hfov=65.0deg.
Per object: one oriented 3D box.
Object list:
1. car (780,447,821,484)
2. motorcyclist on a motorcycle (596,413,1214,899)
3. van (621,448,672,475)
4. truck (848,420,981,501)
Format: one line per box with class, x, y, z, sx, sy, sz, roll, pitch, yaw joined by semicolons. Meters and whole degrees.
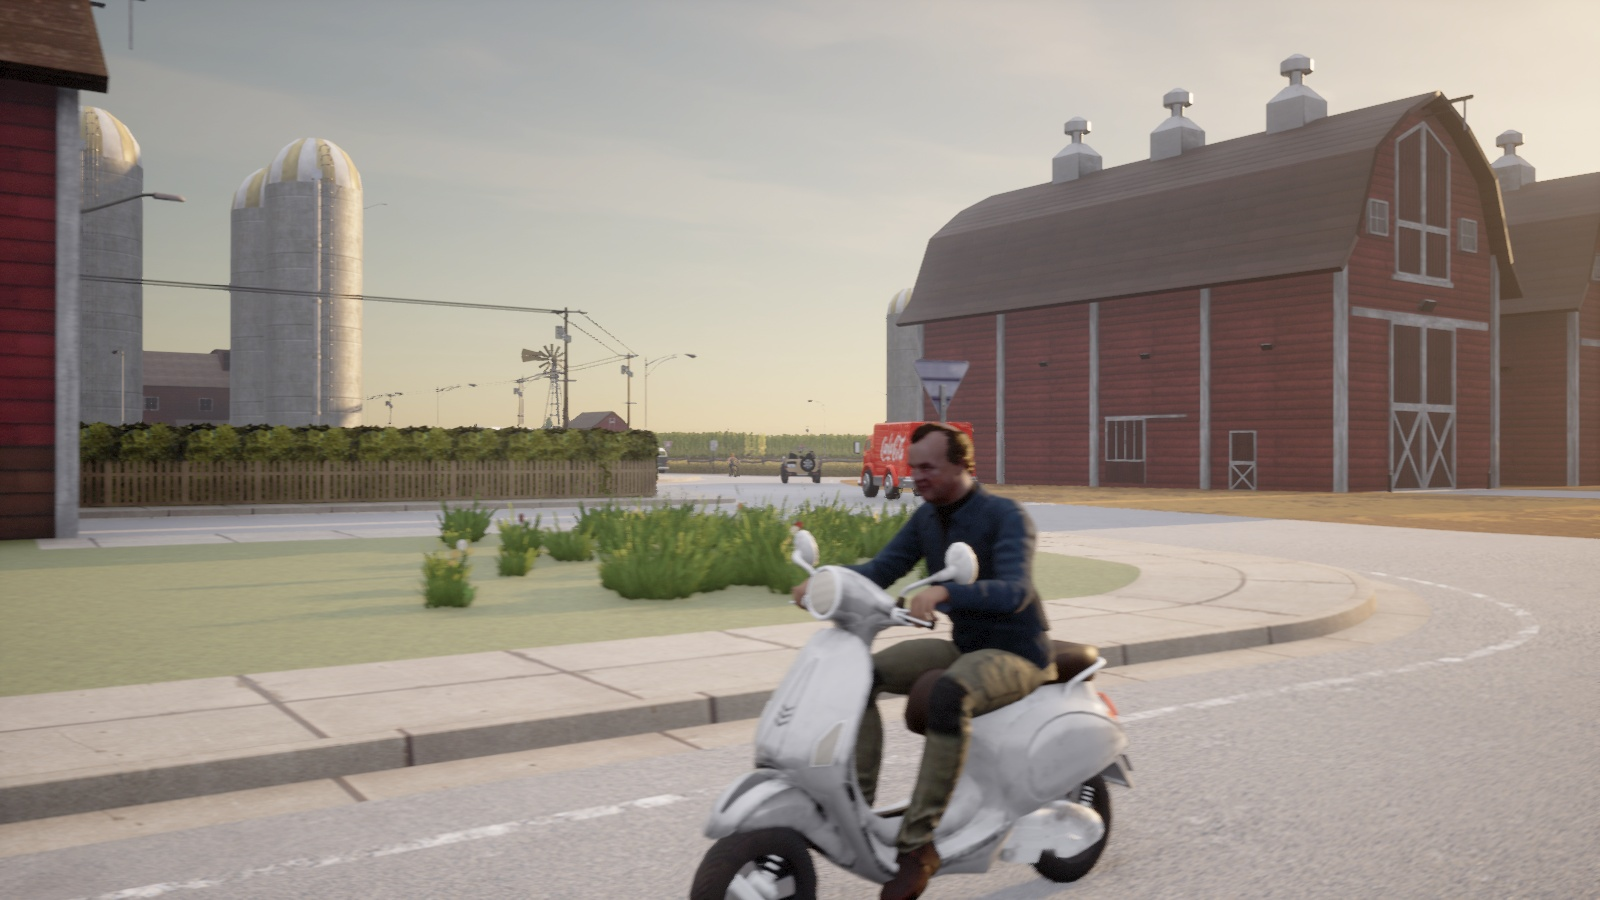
car;0.002;0.780;64.479;1.932;1.855;4.605;0;0;-2
motorcyclist on a motorcycle;0.378;0.706;3.973;1.817;1.590;0.866;0;0;-36
van;-12.001;0.858;97.739;2.069;2.038;4.480;0;0;-35
truck;3.611;0.329;40.850;2.627;2.467;5.204;0;0;-16
